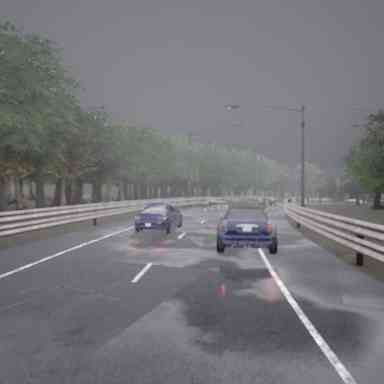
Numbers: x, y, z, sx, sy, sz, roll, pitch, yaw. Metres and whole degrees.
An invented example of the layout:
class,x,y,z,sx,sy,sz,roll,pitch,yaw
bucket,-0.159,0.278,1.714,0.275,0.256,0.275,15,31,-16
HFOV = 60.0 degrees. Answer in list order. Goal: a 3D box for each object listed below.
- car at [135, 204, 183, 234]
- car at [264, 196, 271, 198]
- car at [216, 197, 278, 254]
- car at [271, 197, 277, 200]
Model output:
class,x,y,z,sx,sy,sz,roll,pitch,yaw
car,-1.743,1.389,18.216,1.812,1.442,4.674,0,0,9
car,8.084,1.358,41.647,2.128,1.511,4.902,0,0,21
car,2.099,1.251,13.227,2.097,1.767,4.553,0,0,7
car,11.863,1.424,51.410,1.837,1.490,4.892,1,0,26
